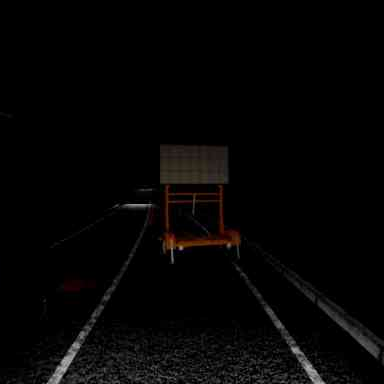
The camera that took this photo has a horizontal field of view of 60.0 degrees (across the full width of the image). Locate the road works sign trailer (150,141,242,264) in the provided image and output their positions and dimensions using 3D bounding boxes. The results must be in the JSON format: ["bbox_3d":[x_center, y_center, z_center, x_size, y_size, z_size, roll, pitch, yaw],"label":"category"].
[{"bbox_3d":[0.036,0.174,10.845,2.380,3.560,2.880,-1,1,-16],"label":"road works sign trailer"}]

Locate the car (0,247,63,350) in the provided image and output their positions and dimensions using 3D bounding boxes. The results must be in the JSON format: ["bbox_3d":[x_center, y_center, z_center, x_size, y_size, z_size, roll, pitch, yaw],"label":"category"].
[{"bbox_3d":[-3.222,1.455,3.837,2.033,1.411,5.357,0,2,-2],"label":"car"}]

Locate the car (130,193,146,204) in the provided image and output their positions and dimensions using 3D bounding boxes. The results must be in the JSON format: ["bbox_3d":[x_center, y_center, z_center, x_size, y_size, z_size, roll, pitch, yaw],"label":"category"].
[{"bbox_3d":[-7.335,0.904,45.589,1.994,1.385,4.181,0,2,-7],"label":"car"}]

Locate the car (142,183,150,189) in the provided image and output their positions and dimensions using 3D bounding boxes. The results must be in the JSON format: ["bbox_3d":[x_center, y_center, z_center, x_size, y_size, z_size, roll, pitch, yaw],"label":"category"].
[{"bbox_3d":[-12.502,-1.580,90.590,1.812,1.442,4.674,0,4,-7],"label":"car"}]
